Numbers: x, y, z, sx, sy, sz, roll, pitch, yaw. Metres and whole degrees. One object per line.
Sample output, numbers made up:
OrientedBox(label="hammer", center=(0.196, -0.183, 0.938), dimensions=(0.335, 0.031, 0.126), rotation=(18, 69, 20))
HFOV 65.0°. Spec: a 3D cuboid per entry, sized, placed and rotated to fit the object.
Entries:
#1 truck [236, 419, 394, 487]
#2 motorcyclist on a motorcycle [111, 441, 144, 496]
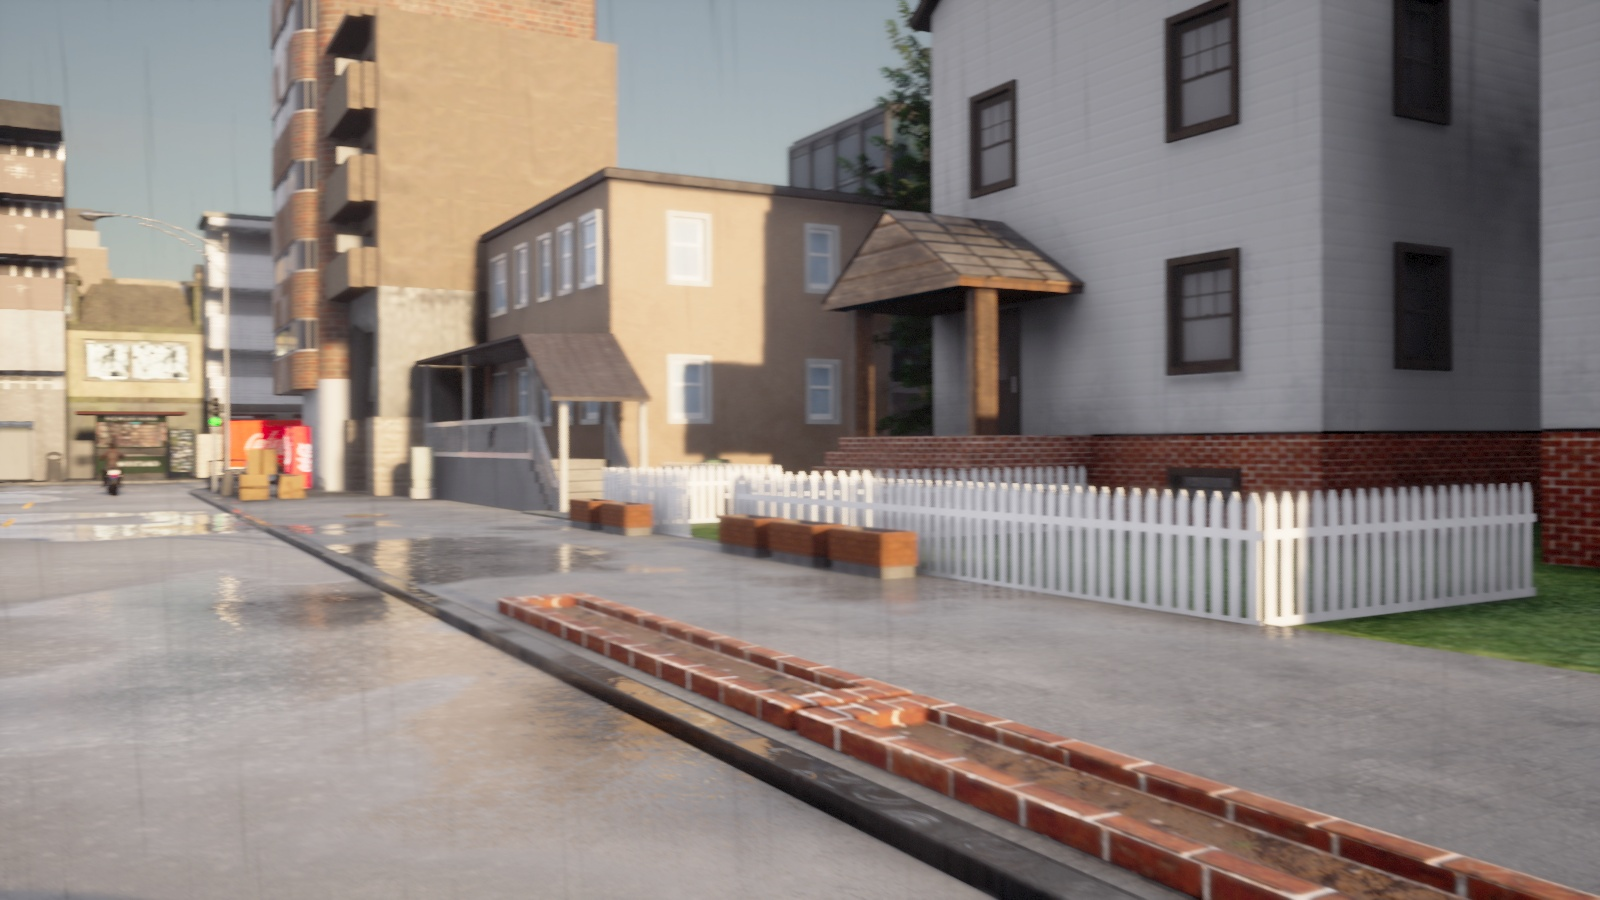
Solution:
OrientedBox(label="truck", center=(-18.461, 0.058, 47.849), dimensions=(5.204, 2.467, 2.627), rotation=(-1, 1, -31))
OrientedBox(label="motorcyclist on a motorcycle", center=(-20.969, 0.557, 39.159), dimensions=(0.766, 1.649, 2.350), rotation=(-1, 0, -31))
